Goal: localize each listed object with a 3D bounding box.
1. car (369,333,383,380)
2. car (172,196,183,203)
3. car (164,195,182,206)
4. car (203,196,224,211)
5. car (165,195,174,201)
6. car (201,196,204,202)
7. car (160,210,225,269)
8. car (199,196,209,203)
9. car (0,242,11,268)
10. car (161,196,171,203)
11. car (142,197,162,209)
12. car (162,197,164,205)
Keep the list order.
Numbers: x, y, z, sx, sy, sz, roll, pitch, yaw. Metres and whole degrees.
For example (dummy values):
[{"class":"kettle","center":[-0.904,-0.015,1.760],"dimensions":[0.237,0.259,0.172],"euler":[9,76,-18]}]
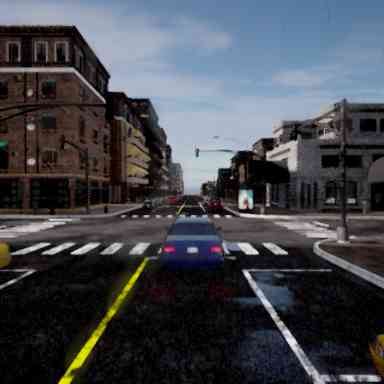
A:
[{"class":"car","center":[2.684,1.524,1.532],"dimensions":[1.752,1.417,4.829],"euler":[0,0,0]},{"class":"car","center":[-3.000,1.502,70.428],"dimensions":[2.033,1.411,5.357],"euler":[0,0,0]},{"class":"car","center":[-3.063,1.487,54.807],"dimensions":[1.882,1.535,5.008],"euler":[0,0,0]},{"class":"car","center":[2.683,1.438,39.531],"dimensions":[1.967,1.590,4.097],"euler":[0,0,0]},{"class":"car","center":[-5.698,1.484,85.091],"dimensions":[1.967,1.590,4.097],"euler":[-1,0,0]},{"class":"car","center":[2.684,1.588,50.925],"dimensions":[1.802,1.307,4.206],"euler":[0,0,0]},{"class":"car","center":[0.036,1.544,11.060],"dimensions":[2.033,1.411,5.357],"euler":[0,0,1]},{"class":"car","center":[2.684,1.579,73.712],"dimensions":[2.008,1.369,4.403],"euler":[-1,0,0]},{"class":"car","center":[-5.697,1.524,6.894],"dimensions":[1.752,1.417,4.829],"euler":[0,0,0]},{"class":"car","center":[-5.697,1.554,73.529],"dimensions":[1.752,1.417,4.829],"euler":[0,0,0]},{"class":"car","center":[-5.696,1.553,45.216],"dimensions":[2.008,1.369,4.403],"euler":[0,0,0]},{"class":"car","center":[-5.696,1.562,56.609],"dimensions":[2.008,1.369,4.403],"euler":[0,0,0]}]
